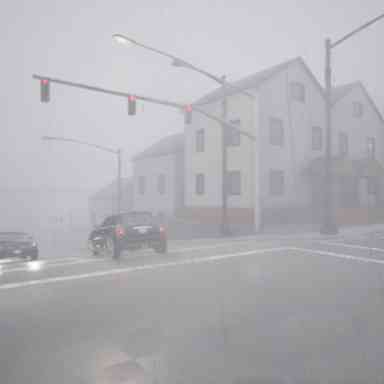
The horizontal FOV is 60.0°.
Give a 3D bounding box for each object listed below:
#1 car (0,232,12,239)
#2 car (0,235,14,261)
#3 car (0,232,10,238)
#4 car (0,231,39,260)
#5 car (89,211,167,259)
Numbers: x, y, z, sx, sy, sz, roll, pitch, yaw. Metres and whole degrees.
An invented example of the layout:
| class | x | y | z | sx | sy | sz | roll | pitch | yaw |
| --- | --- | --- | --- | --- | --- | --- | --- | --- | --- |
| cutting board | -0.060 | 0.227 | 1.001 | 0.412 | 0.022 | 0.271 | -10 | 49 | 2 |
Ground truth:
| class | x | y | z | sx | sy | sz | roll | pitch | yaw |
| --- | --- | --- | --- | --- | --- | --- | --- | --- | --- |
| car | -45.026 | 10.128 | 77.475 | 4.974 | 1.542 | 2.038 | 0 | 0 | -7 |
| car | -14.525 | 4.254 | 24.232 | 2.128 | 1.511 | 4.902 | 0 | -12 | -35 |
| car | -45.078 | 9.971 | 77.469 | 4.536 | 1.218 | 1.853 | 0 | 0 | -7 |
| car | -8.766 | 2.640 | 16.071 | 1.812 | 1.442 | 4.674 | 0 | -9 | -35 |
| car | -2.826 | 1.688 | 13.793 | 2.097 | 1.767 | 4.553 | -1 | -7 | -30 |
